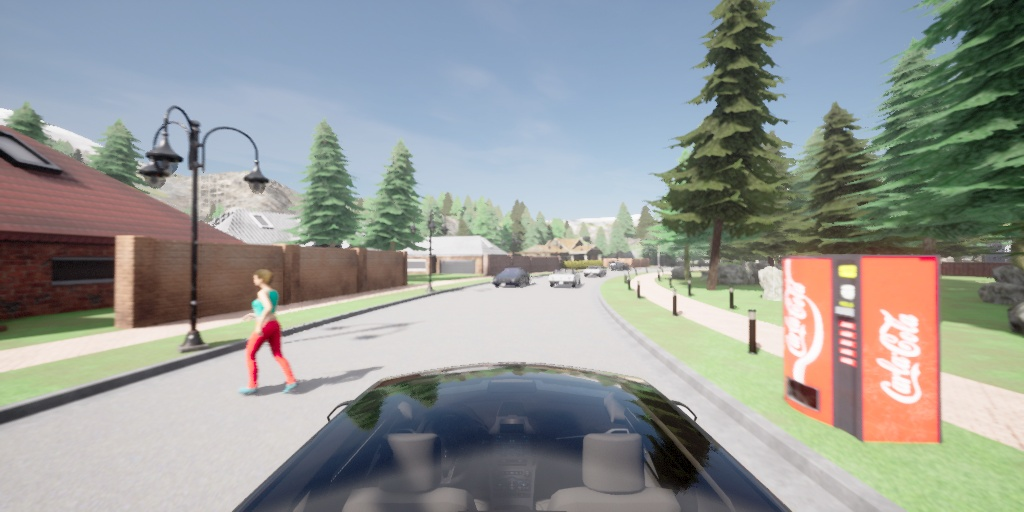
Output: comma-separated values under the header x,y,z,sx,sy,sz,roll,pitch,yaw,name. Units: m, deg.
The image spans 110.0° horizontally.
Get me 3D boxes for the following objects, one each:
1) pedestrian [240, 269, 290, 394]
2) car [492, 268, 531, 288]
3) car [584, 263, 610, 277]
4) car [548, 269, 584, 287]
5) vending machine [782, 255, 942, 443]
x,y,z,sx,sy,sz,roll,pitch,yaw,name
-3.607,1.079,5.250,0.375,1.860,0.375,0,-1,3,pedestrian
0.117,1.578,27.037,2.033,1.411,5.357,0,-1,15,car
9.906,1.813,42.332,1.895,1.301,4.718,0,-1,25,car
4.118,1.641,27.438,1.895,1.301,4.718,0,-1,17,car
3.922,0.977,4.137,1.100,2.100,0.880,0,0,2,vending machine
